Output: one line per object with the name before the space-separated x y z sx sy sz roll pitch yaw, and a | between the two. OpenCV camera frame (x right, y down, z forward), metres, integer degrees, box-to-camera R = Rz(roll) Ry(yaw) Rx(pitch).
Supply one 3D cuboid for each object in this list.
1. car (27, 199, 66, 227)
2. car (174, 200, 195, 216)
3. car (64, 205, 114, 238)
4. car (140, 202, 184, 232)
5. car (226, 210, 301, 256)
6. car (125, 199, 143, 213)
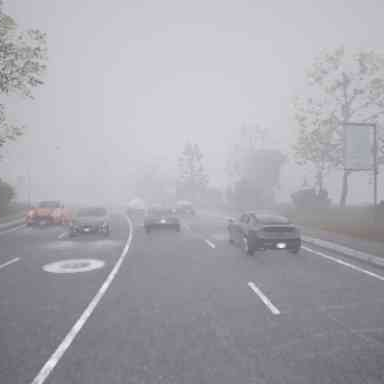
car | -9.842 1.355 23.025 2.097 1.767 4.553 0 0 -13
car | -1.035 1.504 31.860 1.812 1.442 4.674 0 0 -15
car | -5.252 1.503 17.750 1.837 1.490 4.892 0 0 -10
car | -1.910 1.552 20.018 1.994 1.385 4.181 0 0 -10
car | 2.647 1.486 13.182 1.837 1.490 4.892 0 0 -6
car | -6.286 1.510 37.074 1.812 1.442 4.674 0 0 -18
